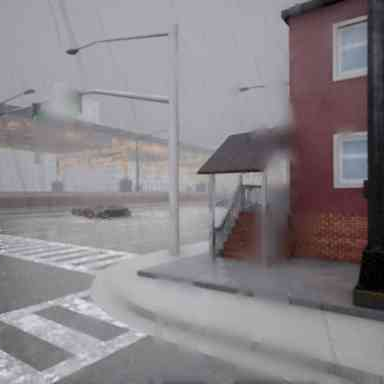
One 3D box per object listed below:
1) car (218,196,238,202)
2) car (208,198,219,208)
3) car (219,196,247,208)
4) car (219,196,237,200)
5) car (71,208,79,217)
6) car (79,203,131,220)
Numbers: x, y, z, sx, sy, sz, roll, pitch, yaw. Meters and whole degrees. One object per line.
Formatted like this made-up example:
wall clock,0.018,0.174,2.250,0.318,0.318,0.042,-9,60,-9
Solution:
car,9.543,1.745,88.289,4.974,1.542,2.038,0,0,-26
car,4.343,1.685,52.215,1.837,1.490,4.892,0,-1,36
car,6.409,1.508,49.106,2.097,1.767,4.553,0,0,36
car,9.495,1.588,88.267,4.536,1.218,1.853,0,0,-26
car,-9.495,1.779,32.893,1.895,1.301,4.718,0,0,35
car,-7.458,1.719,29.715,1.994,1.385,4.181,0,0,36
